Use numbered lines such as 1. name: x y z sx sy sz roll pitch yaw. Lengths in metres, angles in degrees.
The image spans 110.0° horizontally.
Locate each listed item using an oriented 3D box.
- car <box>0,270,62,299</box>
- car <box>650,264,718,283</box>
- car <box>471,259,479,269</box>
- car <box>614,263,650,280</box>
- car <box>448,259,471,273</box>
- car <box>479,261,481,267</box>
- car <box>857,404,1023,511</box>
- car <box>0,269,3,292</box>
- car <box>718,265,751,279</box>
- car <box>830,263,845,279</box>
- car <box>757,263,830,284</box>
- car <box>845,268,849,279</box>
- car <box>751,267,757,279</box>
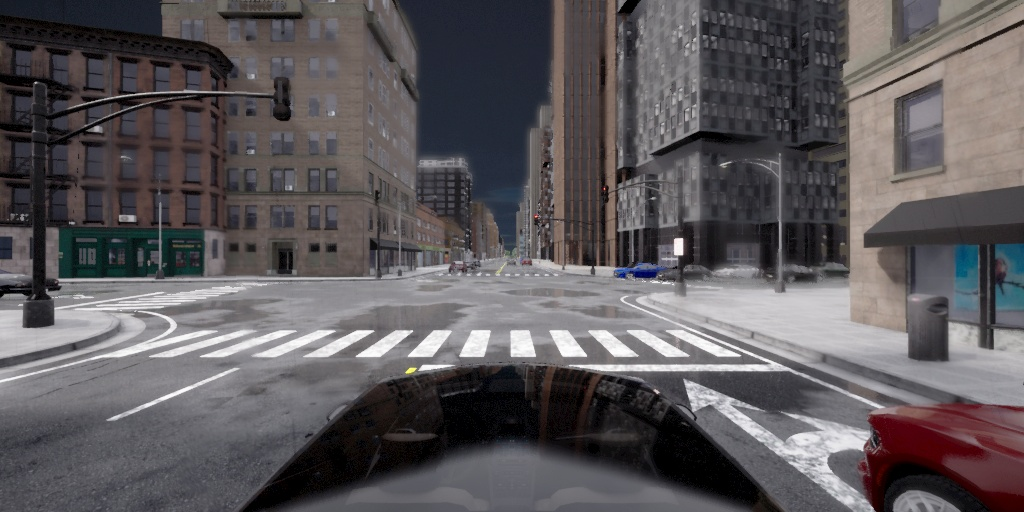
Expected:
1. car: -22.317 1.033 14.447 5.357 1.411 2.033 1 0 -16
2. car: 14.674 1.461 30.573 4.892 1.490 1.837 1 -1 -18
3. car: -6.681 1.256 54.669 2.128 1.511 4.902 0 0 0
4. car: 12.001 1.432 33.535 5.008 1.535 1.882 1 0 -11
5. car: -6.671 1.287 44.708 1.812 1.442 4.674 0 0 0
6. car: -6.671 1.330 64.631 1.994 1.385 4.181 0 0 0
7. car: 3.352 1.227 0.405 1.882 1.535 5.008 0 0 0
8. car: -21.029 1.022 11.457 5.357 1.411 2.033 1 0 -13
9. car: 22.930 1.606 36.489 4.674 1.442 1.812 1 0 -16
10. car: 34.496 1.566 39.504 4.553 1.767 2.097 1 0 -13
11. car: 23.237 1.508 29.623 5.008 1.535 1.882 1 -1 -16
12. car: 37.275 1.750 36.810 4.674 1.442 1.812 1 0 -13
13. car: 25.628 1.564 33.867 5.008 1.535 1.882 1 0 -15
